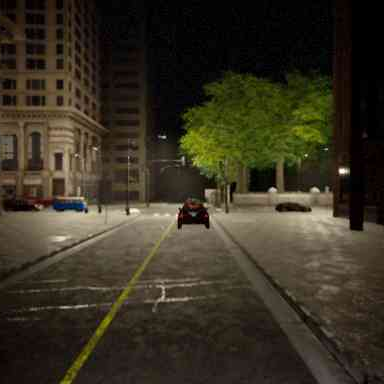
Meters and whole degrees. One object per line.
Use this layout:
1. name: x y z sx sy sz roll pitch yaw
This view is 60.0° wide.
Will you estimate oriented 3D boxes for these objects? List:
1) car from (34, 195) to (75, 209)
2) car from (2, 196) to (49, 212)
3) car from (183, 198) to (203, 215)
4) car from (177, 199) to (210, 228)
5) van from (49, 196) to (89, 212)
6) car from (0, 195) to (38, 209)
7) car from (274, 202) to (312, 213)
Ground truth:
1. car: -19.990 1.455 48.533 5.009 1.841 2.192 0 1 0
2. car: -20.024 1.669 40.009 4.097 1.590 1.967 0 1 0
3. car: 0.098 1.534 37.508 2.097 1.767 4.553 0 0 0
4. car: 0.097 1.465 23.194 2.097 1.767 4.553 0 0 0
5. van: -14.583 1.577 39.981 3.998 1.788 1.690 0 1 0
6. car: -25.430 1.449 48.560 5.009 1.841 2.192 0 1 0
7. car: 12.074 1.853 39.851 4.313 1.339 1.947 0 0 0
